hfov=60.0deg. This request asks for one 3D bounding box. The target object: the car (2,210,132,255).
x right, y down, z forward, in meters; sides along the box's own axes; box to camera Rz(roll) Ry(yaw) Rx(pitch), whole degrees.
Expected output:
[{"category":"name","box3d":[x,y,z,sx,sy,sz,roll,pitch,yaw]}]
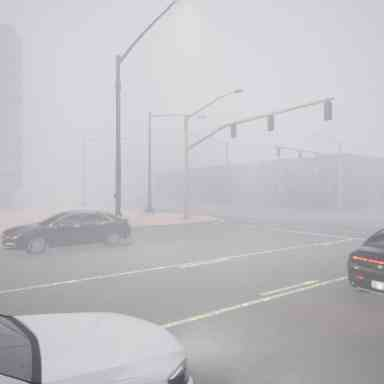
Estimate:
[{"category":"car","box3d":[-4.858,1.505,13.413,4.892,1.490,1.837,0,0,-35]}]

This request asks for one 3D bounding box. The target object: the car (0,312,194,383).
[{"category":"car","box3d":[-2.138,1.526,2.223,4.674,1.442,1.812,0,0,-35]}]

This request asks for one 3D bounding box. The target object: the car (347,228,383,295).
[{"category":"car","box3d":[5.526,1.507,7.681,4.892,1.490,1.837,0,0,-35]}]
